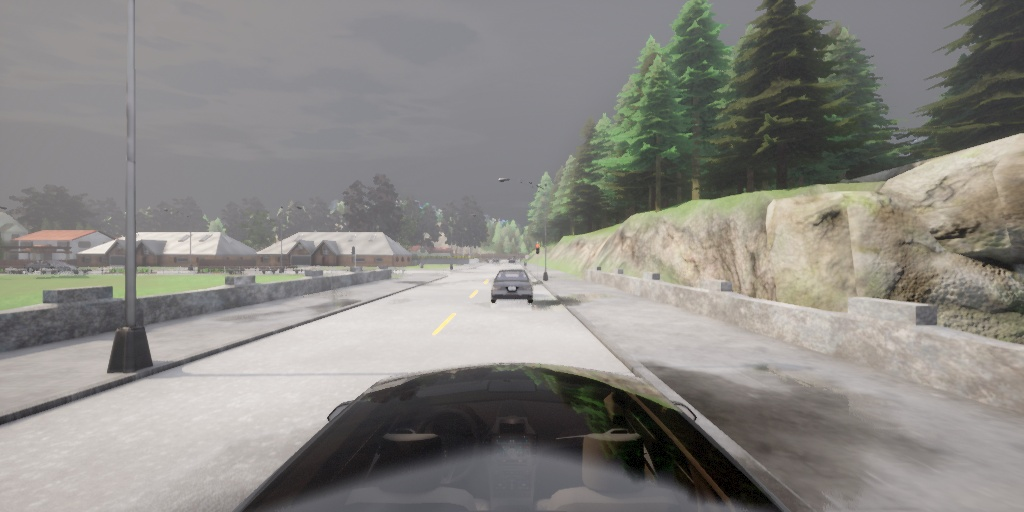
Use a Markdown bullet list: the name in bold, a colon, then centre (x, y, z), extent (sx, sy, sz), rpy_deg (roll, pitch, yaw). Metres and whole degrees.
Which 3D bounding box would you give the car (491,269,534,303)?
- **car**: centre (0.000, 1.311, 16.500), extent (2.033, 1.411, 5.357), rpy_deg (0, 0, 0)
